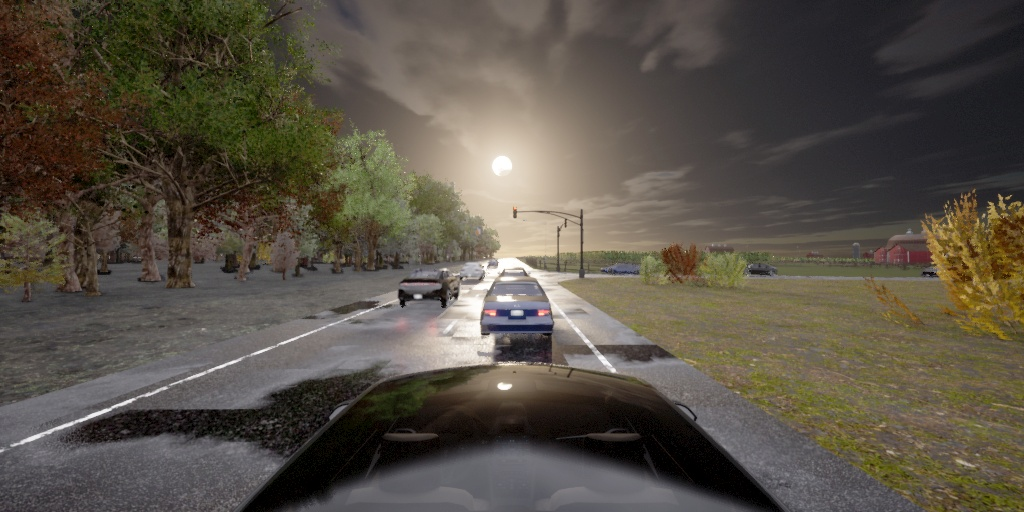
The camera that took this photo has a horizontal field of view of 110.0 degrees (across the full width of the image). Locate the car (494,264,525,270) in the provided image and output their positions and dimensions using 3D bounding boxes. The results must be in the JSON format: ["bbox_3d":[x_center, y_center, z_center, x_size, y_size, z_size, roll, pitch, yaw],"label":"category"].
[{"bbox_3d":[0.114,1.318,19.638,1.994,1.385,4.181,0,0,0],"label":"car"}]

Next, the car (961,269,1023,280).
[{"bbox_3d":[51.436,1.910,37.965,4.718,1.301,1.895,1,-1,1],"label":"car"}]

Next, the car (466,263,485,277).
[{"bbox_3d":[-3.388,1.281,31.002,1.812,1.442,4.674,0,0,0],"label":"car"}]

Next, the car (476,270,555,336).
[{"bbox_3d":[0.105,1.300,10.396,2.033,1.411,5.357,0,0,0],"label":"car"}]

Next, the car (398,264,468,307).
[{"bbox_3d":[-3.394,1.245,15.397,2.128,1.511,4.902,0,0,0],"label":"car"}]

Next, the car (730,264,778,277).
[{"bbox_3d":[28.083,1.619,41.714,4.892,1.490,1.837,1,-1,0],"label":"car"}]

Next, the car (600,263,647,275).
[{"bbox_3d":[13.063,1.500,42.000,5.357,1.411,2.033,1,-1,3],"label":"car"}]
